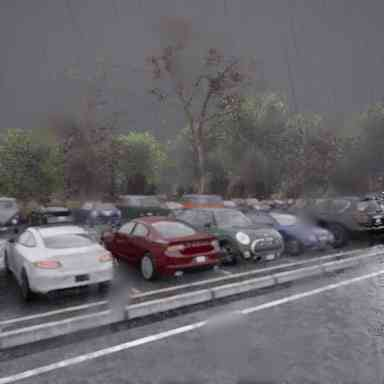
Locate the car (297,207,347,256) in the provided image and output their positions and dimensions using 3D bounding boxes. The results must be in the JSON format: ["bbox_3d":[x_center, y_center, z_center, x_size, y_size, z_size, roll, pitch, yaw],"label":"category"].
[{"bbox_3d":[3.386,1.513,13.436,2.002,1.452,4.674,0,0,-36],"label":"car"}]

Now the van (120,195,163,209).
[{"bbox_3d":[-4.033,1.246,23.725,1.878,1.987,4.442,0,0,-35],"label":"van"}]

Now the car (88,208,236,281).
[{"bbox_3d":[-1.210,1.496,10.146,2.097,1.535,5.008,0,0,-36],"label":"car"}]

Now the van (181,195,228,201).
[{"bbox_3d":[0.568,1.222,27.005,1.878,1.987,4.442,0,0,-35],"label":"van"}]

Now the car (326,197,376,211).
[{"bbox_3d":[19.024,1.355,40.029,2.231,1.521,4.892,0,0,-36],"label":"car"}]

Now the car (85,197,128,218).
[{"bbox_3d":[-6.346,1.358,21.893,2.185,1.767,4.553,0,0,-35],"label":"car"}]

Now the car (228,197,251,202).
[{"bbox_3d":[2.828,1.437,28.482,2.097,1.535,5.008,0,0,-36],"label":"car"}]

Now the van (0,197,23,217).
[{"bbox_3d":[-10.793,1.281,18.614,1.878,1.987,4.442,0,0,-35],"label":"van"}]

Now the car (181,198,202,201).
[{"bbox_3d":[-1.668,1.461,25.276,2.231,1.521,4.892,0,0,-35],"label":"car"}]

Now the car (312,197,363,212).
[{"bbox_3d":[16.726,1.366,38.387,2.097,1.535,5.008,0,0,-36],"label":"car"}]

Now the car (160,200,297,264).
[{"bbox_3d":[1.068,1.359,11.818,2.185,1.767,4.553,0,0,-36],"label":"car"}]

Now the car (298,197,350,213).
[{"bbox_3d":[14.427,1.378,36.747,2.097,1.535,5.008,0,0,-36],"label":"car"}]

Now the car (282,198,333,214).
[{"bbox_3d":[12.109,1.419,35.134,2.163,1.488,4.792,0,0,-36],"label":"car"}]

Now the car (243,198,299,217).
[{"bbox_3d":[7.431,1.413,31.754,2.097,1.535,5.008,0,0,-36],"label":"car"}]

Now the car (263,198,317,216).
[{"bbox_3d":[9.724,1.402,33.402,2.097,1.535,5.008,0,0,-36],"label":"car"}]

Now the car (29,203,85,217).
[{"bbox_3d":[-8.578,1.525,20.378,2.163,1.488,4.792,0,0,-36],"label":"car"}]

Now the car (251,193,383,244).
[{"bbox_3d":[5.670,1.210,15.097,2.435,2.045,5.566,0,0,-36],"label":"car"}]

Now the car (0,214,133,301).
[{"bbox_3d":[-3.511,1.548,8.507,2.002,1.452,4.674,0,0,-36],"label":"car"}]
